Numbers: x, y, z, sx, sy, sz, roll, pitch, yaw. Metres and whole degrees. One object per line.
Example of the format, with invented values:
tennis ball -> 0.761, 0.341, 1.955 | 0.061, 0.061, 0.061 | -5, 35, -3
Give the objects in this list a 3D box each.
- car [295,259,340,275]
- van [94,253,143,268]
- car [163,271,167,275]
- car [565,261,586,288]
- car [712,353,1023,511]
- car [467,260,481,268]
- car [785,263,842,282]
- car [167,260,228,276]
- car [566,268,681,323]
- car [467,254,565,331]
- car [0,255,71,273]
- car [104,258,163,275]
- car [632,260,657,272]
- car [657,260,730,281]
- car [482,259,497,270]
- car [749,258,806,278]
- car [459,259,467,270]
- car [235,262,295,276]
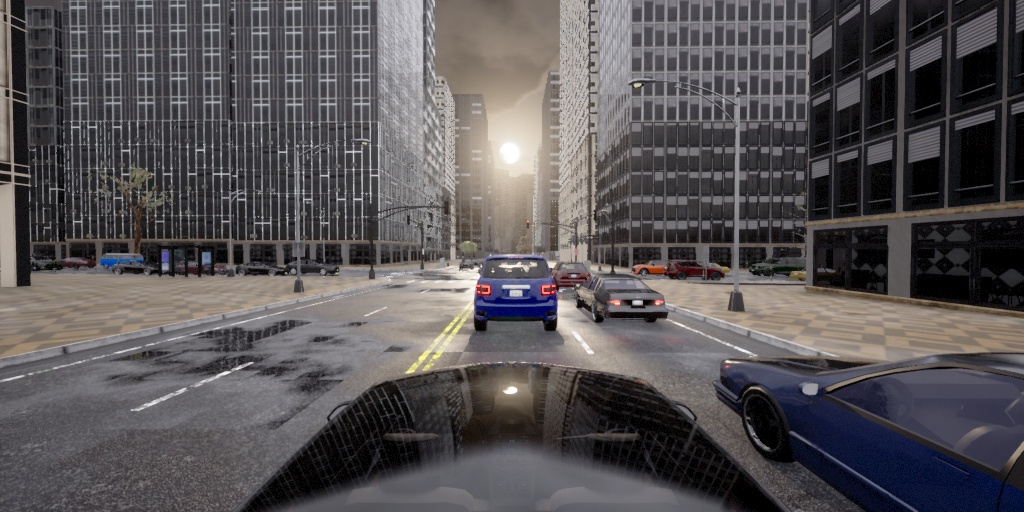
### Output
car -> -19.579, 1.097, 35.310 | 4.892, 1.490, 1.837 | 1, 1, 1
van -> -45.295, 0.605, 41.630 | 3.998, 1.789, 1.690 | 0, 0, 1
car -> -31.084, 1.089, 35.541 | 4.718, 1.301, 1.895 | 1, 1, 1
car -> 3.345, 1.092, 21.492 | 2.097, 1.767, 4.553 | 0, 0, 0
car -> 3.351, 1.297, 1.905 | 2.033, 1.411, 5.357 | 0, 0, 1
car -> -6.582, 1.303, 62.850 | 1.895, 1.301, 4.718 | 0, 0, 0
car -> 27.636, 1.578, 31.951 | 4.829, 1.417, 1.751 | 0, 0, 1
car -> -28.422, 1.138, 32.799 | 4.207, 1.307, 1.802 | 0, 0, 1
car -> 3.349, 1.293, 12.085 | 2.033, 1.411, 5.357 | 0, 0, 0
car -> 0.096, 0.967, 11.081 | 2.150, 2.045, 5.566 | 0, 0, 0
car -> -47.940, 0.684, 35.921 | 4.553, 1.767, 2.097 | 1, 1, 2
car -> -34.102, 1.069, 32.971 | 4.313, 1.339, 1.948 | 0, 0, 1
car -> 15.030, 1.202, 37.919 | 4.553, 1.767, 2.097 | 0, 1, 0
car -> 16.187, 1.268, 32.146 | 5.009, 1.841, 2.192 | 0, 0, 1
car -> -3.346, 1.191, 53.439 | 1.882, 1.535, 5.008 | 0, 0, 0
car -> 28.136, 1.187, 37.717 | 5.566, 2.045, 2.150 | 1, 1, 1
car -> -6.611, 1.219, 52.547 | 1.837, 1.490, 4.892 | 0, 0, -1
car -> -22.738, 1.173, 32.667 | 4.313, 1.339, 1.948 | 0, 0, 1
